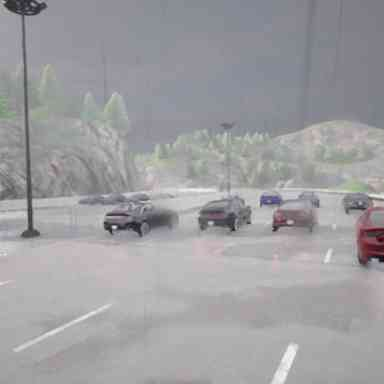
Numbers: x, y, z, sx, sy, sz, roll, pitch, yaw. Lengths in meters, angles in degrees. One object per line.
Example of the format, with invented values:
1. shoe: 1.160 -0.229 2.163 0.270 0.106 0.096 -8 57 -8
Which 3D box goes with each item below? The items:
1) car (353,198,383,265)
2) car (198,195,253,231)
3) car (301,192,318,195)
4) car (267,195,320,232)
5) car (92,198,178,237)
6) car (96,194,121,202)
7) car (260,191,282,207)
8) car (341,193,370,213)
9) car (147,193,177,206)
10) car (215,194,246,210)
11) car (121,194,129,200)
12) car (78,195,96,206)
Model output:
1. car: 5.992 1.140 9.975 1.882 1.535 5.008 -1 1 26
2. car: 1.883 1.149 17.768 1.837 1.490 4.892 -1 1 24
3. car: 10.996 0.714 31.493 1.994 1.385 4.181 -1 1 19
4. car: 5.248 1.092 16.756 1.812 1.442 4.674 -1 1 23
5. car: -2.395 1.274 16.804 2.128 1.511 4.902 -1 1 25
6. car: -10.470 1.026 45.240 1.837 1.490 4.892 -1 1 17
7. car: 8.095 0.670 33.818 1.882 1.535 5.008 -1 1 19
8. car: 12.398 0.769 25.036 2.033 1.411 5.357 -1 1 21
9. car: -3.752 0.914 43.180 2.033 1.411 5.357 -1 1 17
10. car: 3.829 0.943 32.134 1.895 1.301 4.718 -1 1 20
11. car: -7.112 0.948 44.265 1.837 1.490 4.892 -1 1 17
12. car: -13.684 1.137 46.594 2.033 1.411 5.357 -1 1 17
